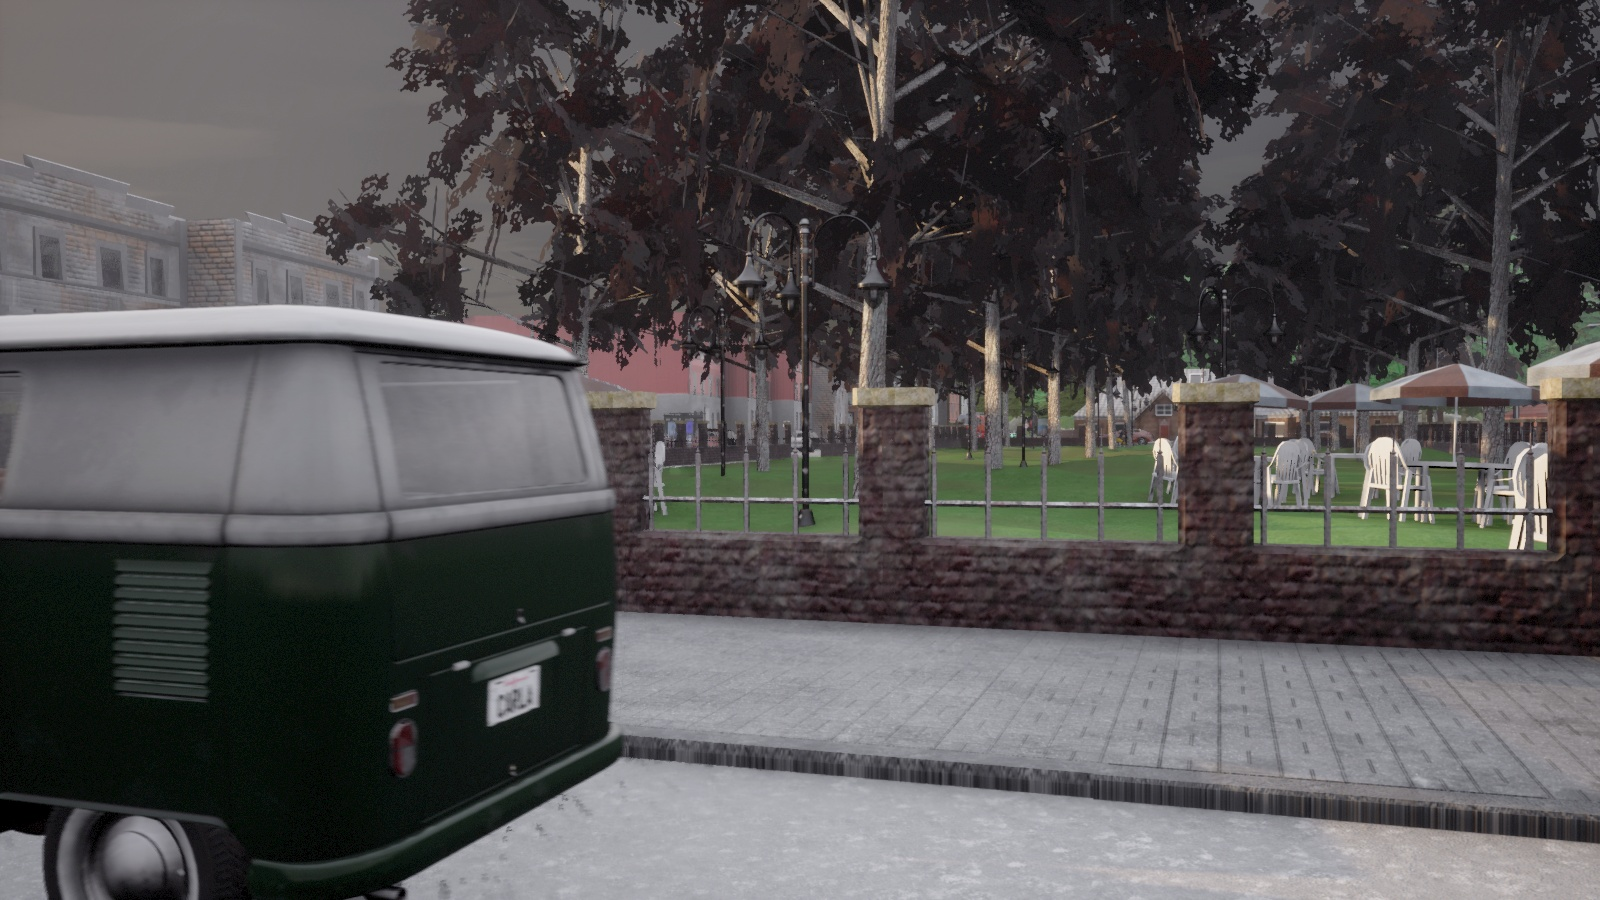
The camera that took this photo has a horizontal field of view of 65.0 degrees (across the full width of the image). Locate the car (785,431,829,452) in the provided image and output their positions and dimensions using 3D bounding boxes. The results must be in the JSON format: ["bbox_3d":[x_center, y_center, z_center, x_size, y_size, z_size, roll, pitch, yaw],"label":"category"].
[{"bbox_3d":[0.494,-0.610,87.356,1.970,1.475,3.806,1,1,19],"label":"car"}]

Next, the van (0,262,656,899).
[{"bbox_3d":[-2.942,0.492,4.688,4.442,1.987,1.775,1,1,18],"label":"van"}]

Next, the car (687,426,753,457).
[{"bbox_3d":[-4.550,-0.508,72.242,2.242,1.667,4.611,1,1,19],"label":"car"}]
